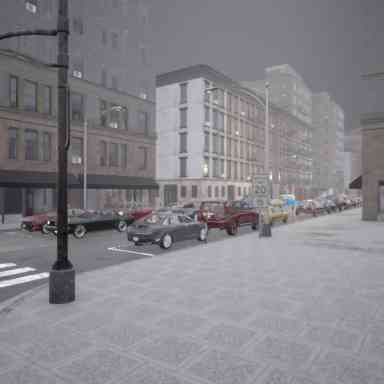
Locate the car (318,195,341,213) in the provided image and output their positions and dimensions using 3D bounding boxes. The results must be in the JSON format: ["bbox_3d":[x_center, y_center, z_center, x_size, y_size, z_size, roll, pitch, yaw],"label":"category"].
[{"bbox_3d":[14.643,1.473,36.717,1.967,1.590,4.097,0,0,35],"label":"car"}]

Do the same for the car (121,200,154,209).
[{"bbox_3d":[-4.364,1.426,23.629,1.967,1.590,4.097,0,0,35],"label":"car"}]

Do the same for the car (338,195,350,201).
[{"bbox_3d":[39.183,1.555,85.590,1.887,1.381,4.507,0,0,35],"label":"car"}]

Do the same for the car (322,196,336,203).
[{"bbox_3d":[29.851,1.553,72.313,1.887,1.381,4.507,0,0,35],"label":"car"}]

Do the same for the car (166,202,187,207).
[{"bbox_3d":[0.430,1.505,26.041,1.837,1.490,4.892,0,0,35],"label":"car"}]

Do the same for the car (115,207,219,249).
[{"bbox_3d":[-0.909,1.575,14.590,2.008,1.369,4.403,0,0,35],"label":"car"}]

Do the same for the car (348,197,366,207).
[{"bbox_3d":[27.085,1.593,54.421,2.008,1.369,4.403,0,0,35],"label":"car"}]

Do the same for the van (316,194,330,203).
[{"bbox_3d":[26.741,1.348,67.886,1.690,1.788,3.998,0,0,35],"label":"van"}]

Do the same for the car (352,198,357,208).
[{"bbox_3d":[20.864,1.619,45.569,1.802,1.307,4.206,0,0,35],"label":"car"}]

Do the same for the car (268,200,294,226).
[{"bbox_3d":[5.410,1.553,23.580,1.752,1.417,4.829,0,0,35],"label":"car"}]

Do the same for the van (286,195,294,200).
[{"bbox_3d":[14.299,1.339,50.183,1.690,1.788,3.998,0,0,35],"label":"van"}]

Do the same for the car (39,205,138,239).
[{"bbox_3d":[-5.329,1.598,17.843,1.895,1.301,4.718,0,0,32],"label":"car"}]

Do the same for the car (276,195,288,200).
[{"bbox_3d":[11.090,1.521,45.619,1.752,1.417,4.829,0,0,35],"label":"car"}]

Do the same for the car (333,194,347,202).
[{"bbox_3d":[36.073,1.325,81.164,2.192,1.841,5.009,0,0,35],"label":"car"}]

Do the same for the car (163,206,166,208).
[{"bbox_3d":[-1.253,1.539,28.056,2.008,1.369,4.403,0,0,35],"label":"car"}]

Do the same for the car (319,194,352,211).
[{"bbox_3d":[17.754,1.350,41.143,2.192,1.841,5.009,0,0,35],"label":"car"}]

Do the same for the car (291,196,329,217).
[{"bbox_3d":[11.533,1.471,32.292,1.967,1.590,4.097,0,0,35],"label":"car"}]

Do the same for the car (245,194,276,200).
[{"bbox_3d":[6.403,1.225,34.512,2.150,2.045,5.566,0,0,35],"label":"car"}]

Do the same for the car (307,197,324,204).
[{"bbox_3d":[23.630,1.571,63.461,1.947,1.339,4.313,0,0,35],"label":"car"}]

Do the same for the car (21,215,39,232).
[{"bbox_3d":[-7.474,1.529,19.204,1.887,1.381,4.507,0,0,35],"label":"car"}]

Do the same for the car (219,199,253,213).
[{"bbox_3d":[4.967,1.536,36.907,1.887,1.381,4.507,0,0,35],"label":"car"}]

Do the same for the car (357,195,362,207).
[{"bbox_3d":[23.974,1.606,49.995,1.947,1.339,4.313,0,0,35],"label":"car"}]

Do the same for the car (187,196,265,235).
[{"bbox_3d":[2.202,1.341,19.014,2.192,1.841,5.009,0,0,35],"label":"car"}]
